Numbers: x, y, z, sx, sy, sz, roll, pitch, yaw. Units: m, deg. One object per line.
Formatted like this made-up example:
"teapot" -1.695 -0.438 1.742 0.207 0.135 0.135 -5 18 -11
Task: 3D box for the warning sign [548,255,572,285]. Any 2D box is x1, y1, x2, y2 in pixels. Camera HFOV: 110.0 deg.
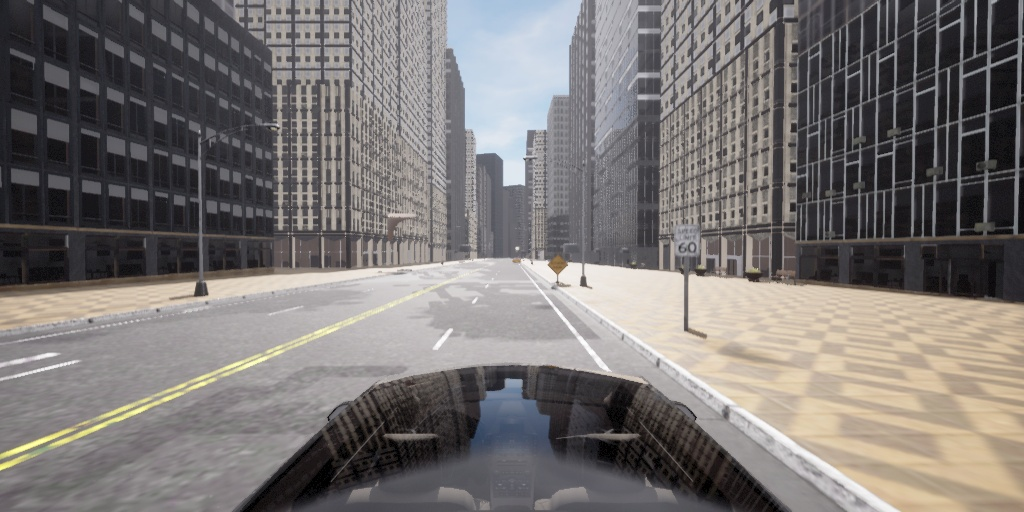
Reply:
"warning sign" 2.850 0.834 22.470 1.300 1.860 1.060 0 0 0
